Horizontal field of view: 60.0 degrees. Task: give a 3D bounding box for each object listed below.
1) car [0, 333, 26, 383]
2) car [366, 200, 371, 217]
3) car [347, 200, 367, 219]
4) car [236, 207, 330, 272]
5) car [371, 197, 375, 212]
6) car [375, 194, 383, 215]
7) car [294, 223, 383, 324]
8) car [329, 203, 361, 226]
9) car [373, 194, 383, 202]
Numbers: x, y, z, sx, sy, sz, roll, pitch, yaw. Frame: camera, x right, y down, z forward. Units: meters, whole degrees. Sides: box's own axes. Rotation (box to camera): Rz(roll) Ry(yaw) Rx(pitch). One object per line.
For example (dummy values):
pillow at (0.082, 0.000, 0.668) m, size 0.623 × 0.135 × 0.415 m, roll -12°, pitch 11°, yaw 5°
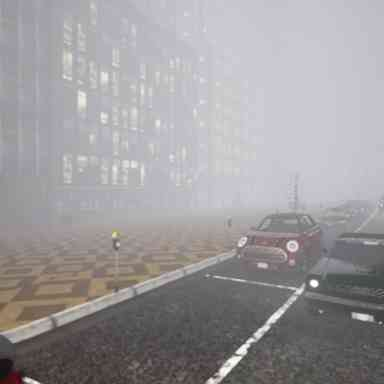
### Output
car at (-2.829, 1.562, 1.169) m, size 1.947 × 1.339 × 4.313 m, roll 0°, pitch 0°, yaw 31°
car at (14.425, 1.460, 29.460) m, size 1.967 × 1.590 × 4.097 m, roll 0°, pitch 0°, yaw 31°
car at (11.549, 1.565, 24.745) m, size 2.008 × 1.369 × 4.403 m, roll 0°, pitch 0°, yaw 31°
car at (2.923, 1.441, 10.600) m, size 1.967 × 1.590 × 4.097 m, roll 0°, pitch 0°, yaw 31°
car at (20.176, 1.597, 38.890) m, size 1.947 × 1.339 × 4.313 m, roll 0°, pitch 0°, yaw 31°
car at (20.576, 1.252, 34.372) m, size 2.150 × 2.045 × 5.566 m, roll 0°, pitch 0°, yaw 31°
car at (3.752, 1.603, 6.974) m, size 1.895 × 1.301 × 4.718 m, roll 0°, pitch 0°, yaw 31°
car at (8.673, 1.560, 20.029) m, size 2.008 × 1.369 × 4.403 m, roll 0°, pitch 0°, yaw 31°
car at (43.179, 1.423, 76.613) m, size 2.192 × 1.841 × 5.009 m, roll 0°, pitch 0°, yaw 31°
